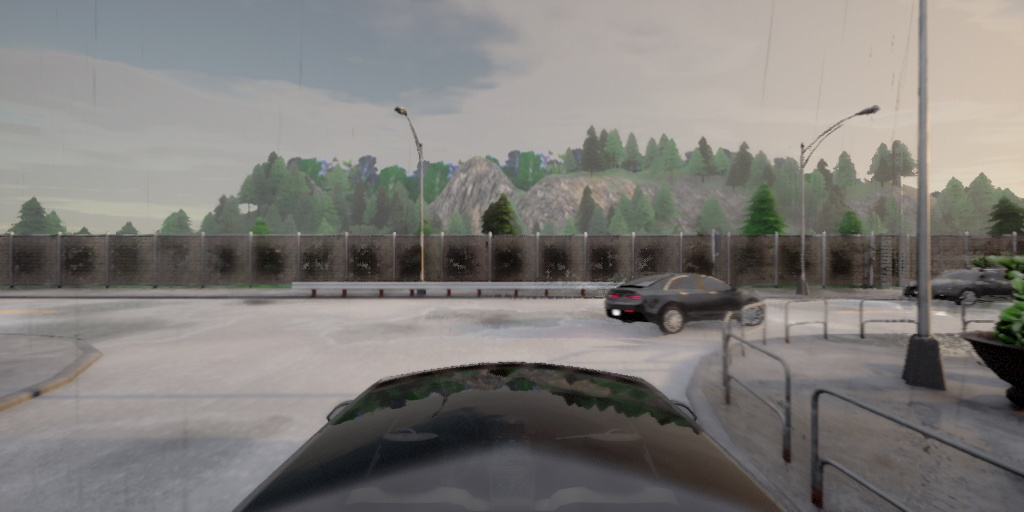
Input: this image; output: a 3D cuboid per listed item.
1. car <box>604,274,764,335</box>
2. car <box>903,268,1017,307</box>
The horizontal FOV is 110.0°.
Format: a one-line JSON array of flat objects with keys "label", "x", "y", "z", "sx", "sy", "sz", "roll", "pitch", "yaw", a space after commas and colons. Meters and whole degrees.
[{"label": "car", "x": 5.043, "y": 1.255, "z": 10.381, "sx": 4.892, "sy": 1.490, "sz": 1.837, "roll": 0, "pitch": -4, "yaw": -20}, {"label": "car", "x": 19.295, "y": 1.255, "z": 14.905, "sx": 4.892, "sy": 1.490, "sz": 1.837, "roll": 0, "pitch": 0, "yaw": 0}]
